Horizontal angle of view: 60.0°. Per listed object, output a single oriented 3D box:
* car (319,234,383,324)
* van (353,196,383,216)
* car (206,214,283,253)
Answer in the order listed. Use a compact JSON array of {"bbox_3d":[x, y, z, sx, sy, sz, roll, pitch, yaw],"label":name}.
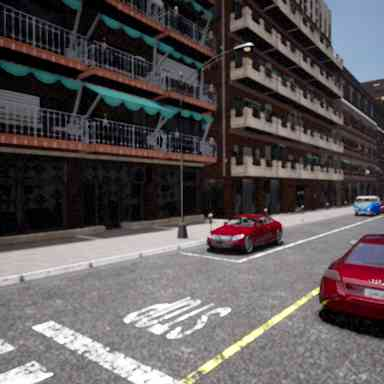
[{"bbox_3d":[4.119,1.551,6.731,1.994,1.385,4.181,0,0,39],"label":"car"},{"bbox_3d":[16.283,1.283,30.908,1.690,1.788,3.998,-1,0,39],"label":"van"},{"bbox_3d":[2.286,1.557,13.496,1.802,1.307,4.206,-1,0,39],"label":"car"}]
